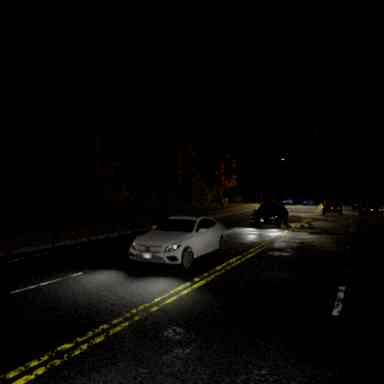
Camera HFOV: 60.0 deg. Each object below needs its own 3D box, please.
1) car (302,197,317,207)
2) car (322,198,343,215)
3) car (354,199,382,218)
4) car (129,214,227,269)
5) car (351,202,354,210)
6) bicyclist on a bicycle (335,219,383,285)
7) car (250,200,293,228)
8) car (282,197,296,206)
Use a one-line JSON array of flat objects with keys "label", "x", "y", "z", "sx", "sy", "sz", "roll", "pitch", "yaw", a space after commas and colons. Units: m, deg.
[{"label": "car", "x": 19.034, "y": 1.618, "z": 53.882, "sx": 1.812, "sy": 1.442, "sz": 4.674, "roll": 0, "pitch": 0, "yaw": 22}, {"label": "car", "x": 14.611, "y": 1.611, "z": 34.597, "sx": 2.033, "sy": 1.411, "sz": 5.357, "roll": 0, "pitch": 0, "yaw": 24}, {"label": "car", "x": 16.830, "y": 1.620, "z": 31.537, "sx": 2.033, "sy": 1.411, "sz": 5.357, "roll": 0, "pitch": 0, "yaw": 24}, {"label": "car", "x": -0.231, "y": 1.533, "z": 11.469, "sx": 1.812, "sy": 1.442, "sz": 4.674, "roll": 0, "pitch": 0, "yaw": 27}, {"label": "car", "x": 21.983, "y": 1.654, "z": 43.426, "sx": 2.033, "sy": 1.411, "sz": 5.357, "roll": 0, "pitch": 0, "yaw": 23}, {"label": "bicyclist on a bicycle", "x": 4.281, "y": 1.465, "z": 7.938, "sx": 1.656, "sy": 1.620, "sz": 0.582, "roll": -2, "pitch": -1, "yaw": 27}, {"label": "car", "x": 5.396, "y": 1.529, "z": 22.809, "sx": 1.837, "sy": 1.490, "sz": 4.892, "roll": 0, "pitch": 0, "yaw": 26}, {"label": "car", "x": 15.966, "y": 1.598, "z": 54.962, "sx": 1.812, "sy": 1.442, "sz": 4.674, "roll": 0, "pitch": 0, "yaw": 22}]
